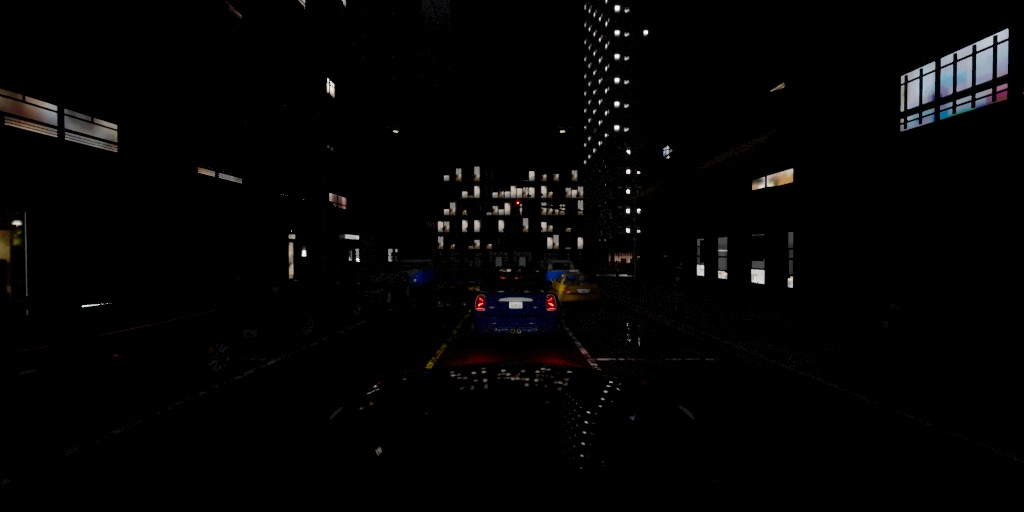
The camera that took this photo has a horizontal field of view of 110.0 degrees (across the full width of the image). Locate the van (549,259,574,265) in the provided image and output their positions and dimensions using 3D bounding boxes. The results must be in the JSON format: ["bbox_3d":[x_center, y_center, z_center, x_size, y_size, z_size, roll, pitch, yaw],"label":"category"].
[{"bbox_3d":[2.689,1.086,21.148,1.690,1.789,3.998,0,0,0],"label":"van"}]

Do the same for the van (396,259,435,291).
[{"bbox_3d":[-5.692,1.086,21.176,1.690,1.789,3.998,0,0,0],"label":"van"}]

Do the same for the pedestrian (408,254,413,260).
[{"bbox_3d":[-12.394,0.635,43.577,0.375,1.860,0.375,0,1,0],"label":"pedestrian"}]

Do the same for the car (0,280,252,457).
[{"bbox_3d":[-5.691,1.189,4.371,1.967,1.591,4.097,0,0,0],"label":"car"}]

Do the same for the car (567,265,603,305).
[{"bbox_3d":[2.690,1.272,15.716,1.751,1.417,4.829,0,0,0],"label":"car"}]

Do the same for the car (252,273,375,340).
[{"bbox_3d":[-5.691,1.314,9.972,1.948,1.339,4.313,0,0,0],"label":"car"}]

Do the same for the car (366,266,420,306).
[{"bbox_3d":[-5.691,1.297,15.574,2.007,1.370,4.403,0,0,0],"label":"car"}]

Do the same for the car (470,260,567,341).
[{"bbox_3d":[0.085,1.100,10.014,2.097,1.767,4.553,0,0,0],"label":"car"}]

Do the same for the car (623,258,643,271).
[{"bbox_3d":[15.232,1.087,40.487,5.009,1.841,2.192,0,0,0],"label":"car"}]

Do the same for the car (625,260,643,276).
[{"bbox_3d":[14.674,1.369,37.890,4.181,1.385,1.994,0,1,0],"label":"car"}]
